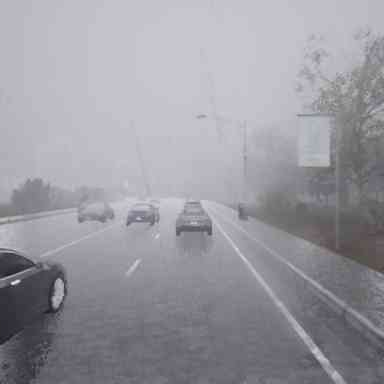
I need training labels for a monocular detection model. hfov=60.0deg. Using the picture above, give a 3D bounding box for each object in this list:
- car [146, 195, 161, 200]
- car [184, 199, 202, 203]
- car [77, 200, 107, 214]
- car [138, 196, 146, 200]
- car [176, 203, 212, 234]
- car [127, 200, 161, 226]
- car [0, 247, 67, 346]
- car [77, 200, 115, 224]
[{"bbox_3d":[-7.225,1.363,65.035,2.097,1.767,4.553,0,0,-1],"label":"car"},{"bbox_3d":[0.108,1.498,36.903,2.128,1.511,4.902,0,0,0],"label":"car"},{"bbox_3d":[-10.586,1.570,35.620,1.994,1.385,4.181,0,0,0],"label":"car"},{"bbox_3d":[-11.351,1.505,76.403,1.994,1.385,4.181,0,0,-4],"label":"car"},{"bbox_3d":[0.103,1.567,19.072,1.994,1.385,4.181,0,0,0],"label":"car"},{"bbox_3d":[-3.382,1.530,23.417,1.812,1.442,4.674,0,0,0],"label":"car"},{"bbox_3d":[-3.399,1.506,4.725,1.837,1.490,4.892,0,0,0],"label":"car"},{"bbox_3d":[-7.094,1.530,25.111,1.812,1.442,4.674,0,0,0],"label":"car"}]
